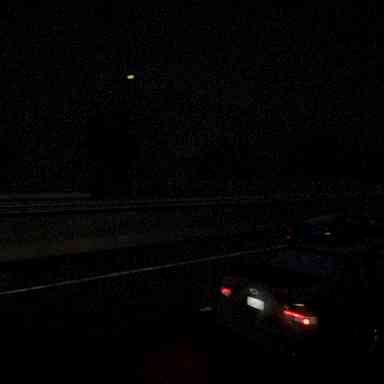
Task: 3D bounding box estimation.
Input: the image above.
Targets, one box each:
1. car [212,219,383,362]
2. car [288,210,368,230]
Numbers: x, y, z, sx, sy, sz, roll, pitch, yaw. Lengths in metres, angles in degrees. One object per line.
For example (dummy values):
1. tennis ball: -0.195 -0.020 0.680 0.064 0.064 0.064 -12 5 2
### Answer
1. car: 2.863 1.473 5.832 5.357 1.411 2.033 -1 1 -36
2. car: 5.313 1.376 11.933 4.674 1.442 1.812 -1 1 -36
